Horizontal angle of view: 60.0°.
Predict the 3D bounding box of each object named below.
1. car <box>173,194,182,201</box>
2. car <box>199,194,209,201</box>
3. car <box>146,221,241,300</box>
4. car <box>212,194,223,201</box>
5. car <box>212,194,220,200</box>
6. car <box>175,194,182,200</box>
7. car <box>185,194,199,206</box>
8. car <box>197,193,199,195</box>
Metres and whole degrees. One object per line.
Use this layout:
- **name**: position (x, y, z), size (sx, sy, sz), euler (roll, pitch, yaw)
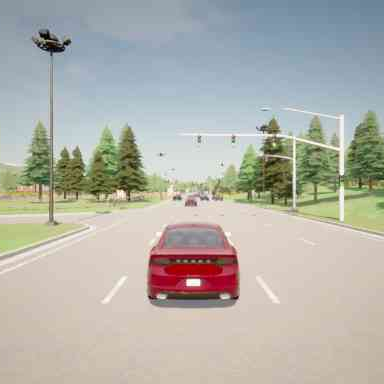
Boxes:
- **car**: position (-3.745, 1.469, 83.664), size (1.882, 1.535, 5.008), euler (0, 0, 0)
- **car**: position (3.254, 1.516, 84.101), size (1.812, 1.442, 4.674), euler (0, 0, 0)
- **car**: position (0.038, 1.478, 8.459), size (1.882, 1.535, 5.008), euler (0, 0, 0)
- **car**: position (6.755, 1.516, 83.695), size (2.128, 1.511, 4.902), euler (0, 0, 0)
- **car**: position (6.724, 1.372, 94.115), size (2.033, 1.411, 5.357), euler (0, 0, 0)
- **car**: position (-3.776, 1.310, 94.084), size (1.882, 1.535, 5.008), euler (0, 0, 0)
- **car**: position (-0.155, 1.525, 53.062), size (1.812, 1.442, 4.674), euler (0, 0, 0)
- **car**: position (3.224, 1.357, 94.105), size (2.128, 1.511, 4.902), euler (0, 0, 0)
